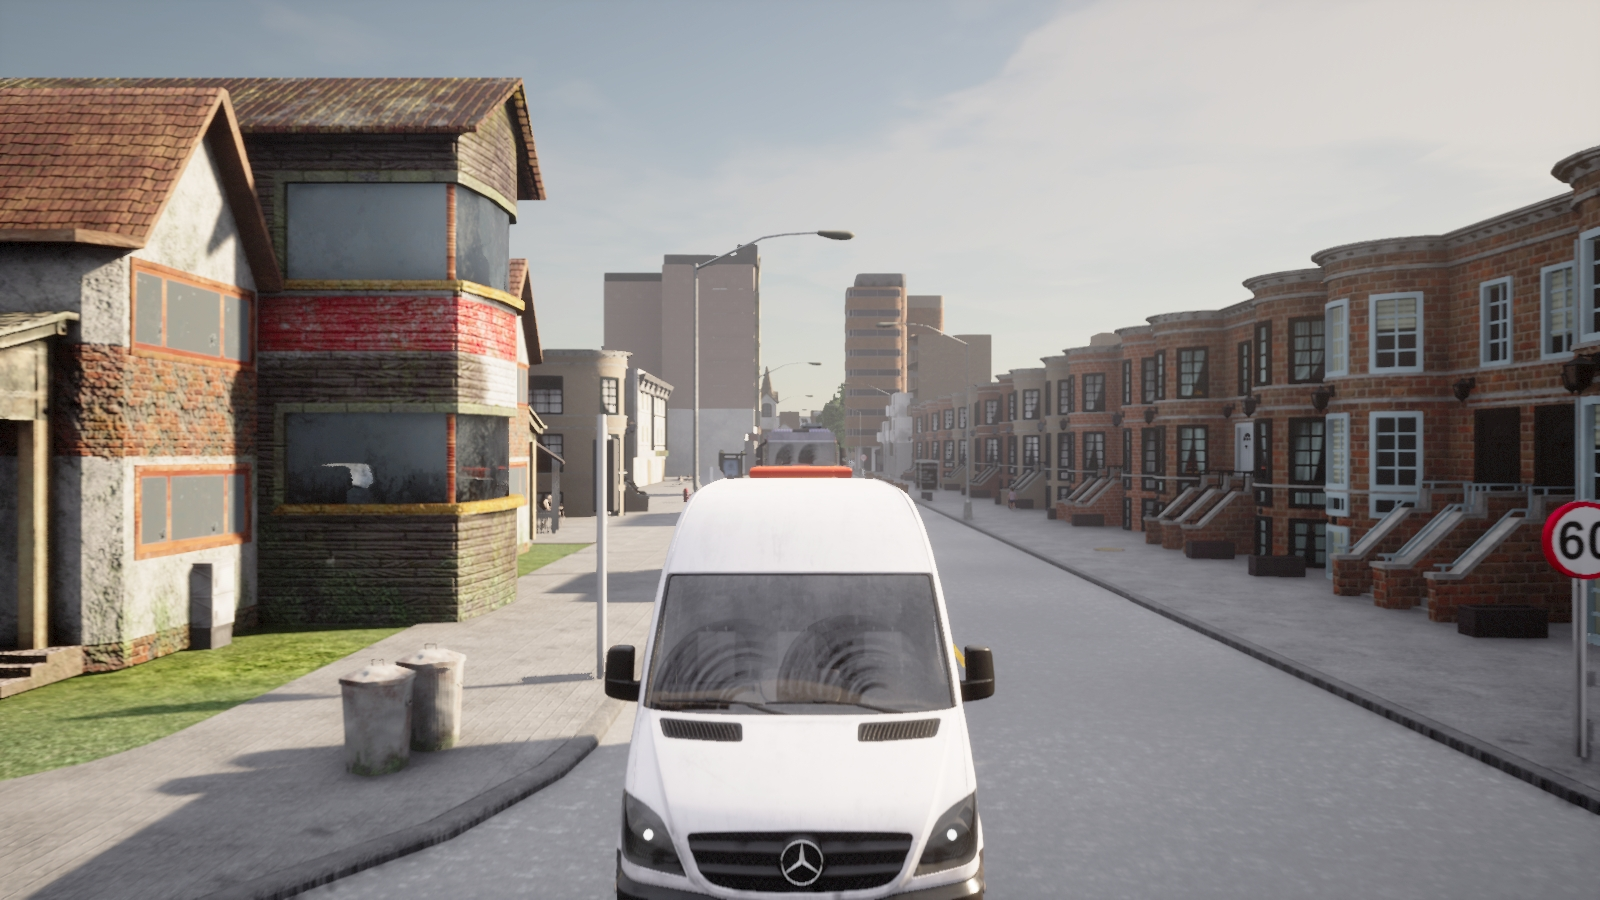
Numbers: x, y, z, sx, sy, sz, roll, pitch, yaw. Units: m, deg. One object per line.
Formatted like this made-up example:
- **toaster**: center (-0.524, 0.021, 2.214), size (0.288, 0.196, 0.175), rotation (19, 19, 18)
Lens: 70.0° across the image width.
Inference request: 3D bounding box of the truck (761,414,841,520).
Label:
- **truck**: center (0.026, 0.666, 45.569), size (2.891, 3.827, 8.468), rotation (0, -1, 0)

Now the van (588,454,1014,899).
- **van**: center (0.005, 1.315, 8.293), size (1.988, 2.561, 5.915), rotation (0, 0, 0)

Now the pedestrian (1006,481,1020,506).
- **pedestrian**: center (9.321, 1.903, 50.018), size (0.500, 1.100, 0.500), rotation (0, 0, -6)
